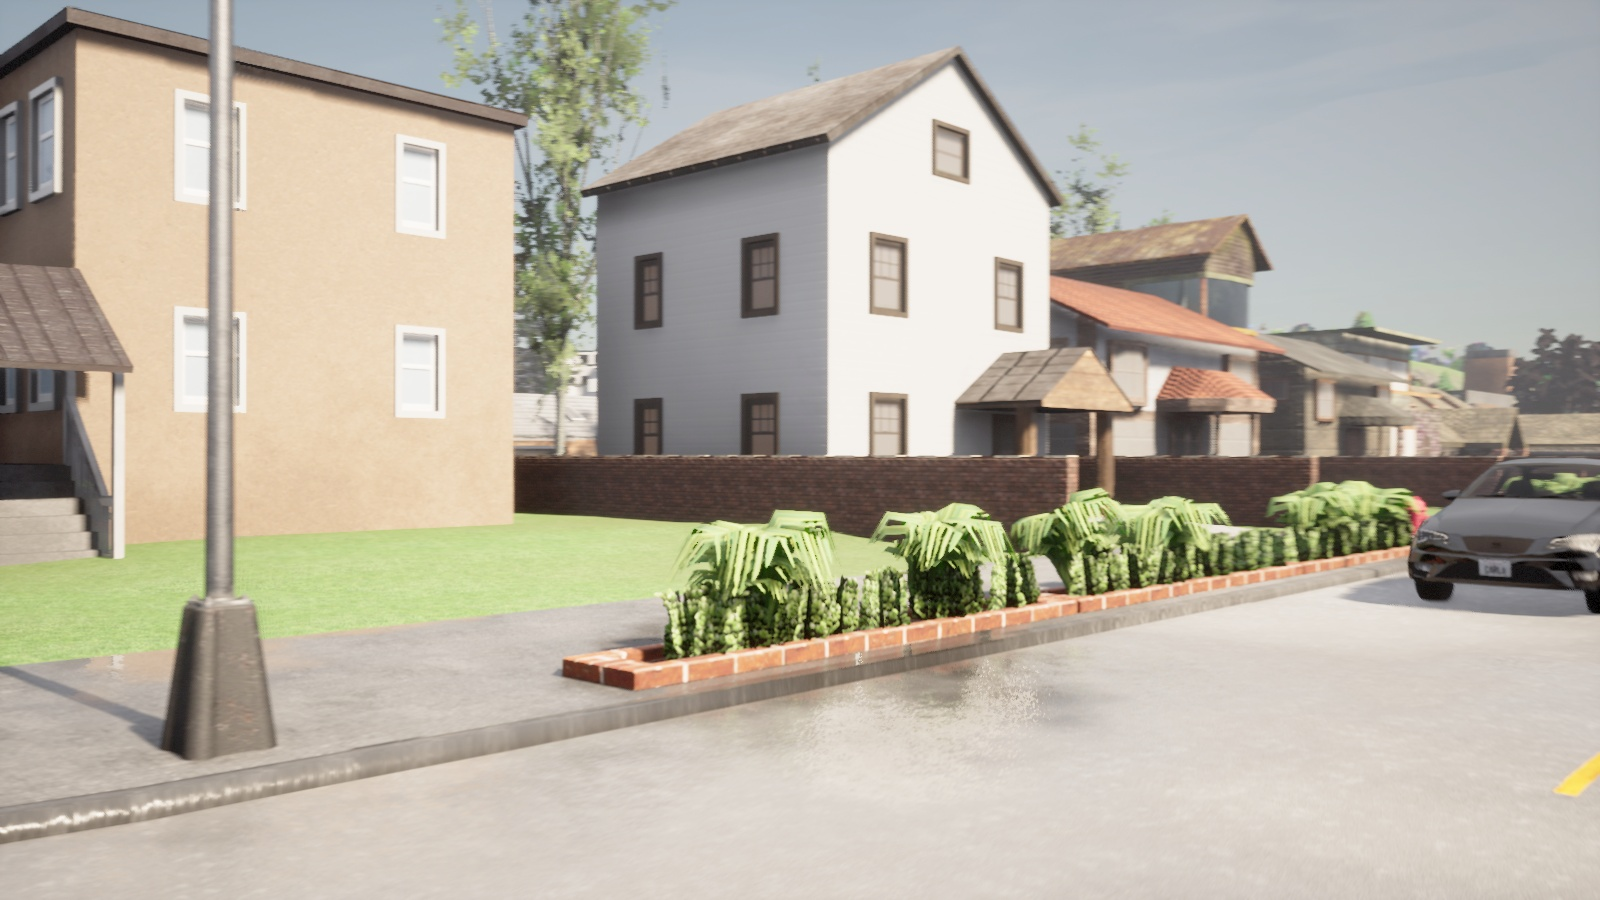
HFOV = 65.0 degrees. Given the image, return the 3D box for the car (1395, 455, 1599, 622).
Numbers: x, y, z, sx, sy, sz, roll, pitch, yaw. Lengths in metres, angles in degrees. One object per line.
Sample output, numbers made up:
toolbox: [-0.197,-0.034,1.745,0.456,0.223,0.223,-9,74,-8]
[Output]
car: [7.927,0.793,13.175,1.816,1.474,4.193,0,0,44]
